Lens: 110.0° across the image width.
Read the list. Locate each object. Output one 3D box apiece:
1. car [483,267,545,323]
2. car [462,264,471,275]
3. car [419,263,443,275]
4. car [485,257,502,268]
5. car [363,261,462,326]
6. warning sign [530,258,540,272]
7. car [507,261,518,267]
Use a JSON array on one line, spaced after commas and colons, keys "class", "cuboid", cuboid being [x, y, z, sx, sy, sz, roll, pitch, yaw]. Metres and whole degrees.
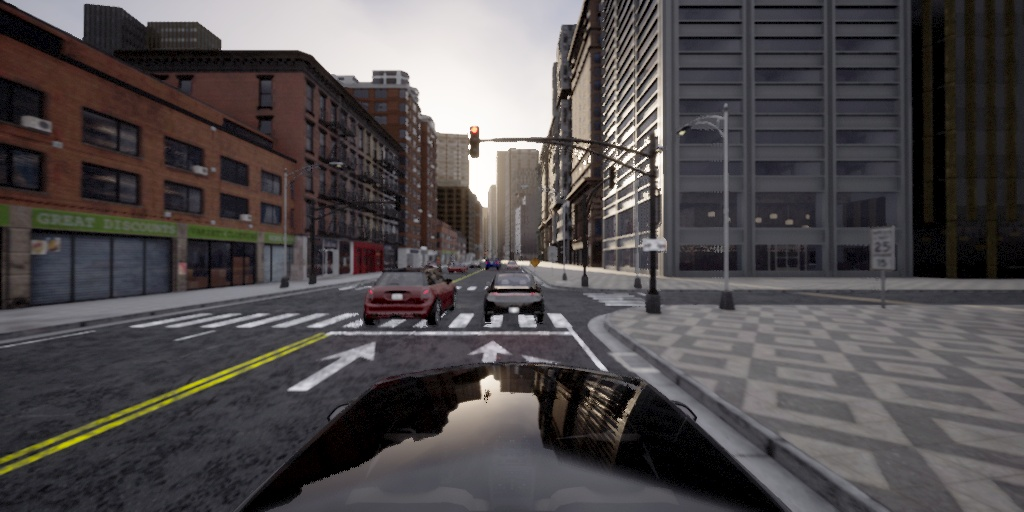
[{"class": "car", "cuboid": [0.072, 1.303, 12.375, 2.128, 1.511, 4.902, 0, 0, 0]}, {"class": "car", "cuboid": [-6.588, 1.575, 43.914, 1.895, 1.301, 4.718, 0, 0, 0]}, {"class": "car", "cuboid": [-9.835, 1.538, 44.077, 1.994, 1.385, 4.181, 0, 0, 0]}, {"class": "car", "cuboid": [-3.208, 1.269, 59.667, 2.150, 2.045, 5.566, 0, 0, 1]}, {"class": "car", "cuboid": [-3.181, 1.161, 12.102, 2.097, 1.767, 4.553, 0, 0, 0]}, {"class": "warning sign", "cuboid": [2.854, 1.091, 44.281, 1.300, 1.860, 1.060, 0, 0, 0]}, {"class": "car", "cuboid": [0.056, 1.657, 61.239, 1.895, 1.301, 4.718, 0, 0, 0]}]
